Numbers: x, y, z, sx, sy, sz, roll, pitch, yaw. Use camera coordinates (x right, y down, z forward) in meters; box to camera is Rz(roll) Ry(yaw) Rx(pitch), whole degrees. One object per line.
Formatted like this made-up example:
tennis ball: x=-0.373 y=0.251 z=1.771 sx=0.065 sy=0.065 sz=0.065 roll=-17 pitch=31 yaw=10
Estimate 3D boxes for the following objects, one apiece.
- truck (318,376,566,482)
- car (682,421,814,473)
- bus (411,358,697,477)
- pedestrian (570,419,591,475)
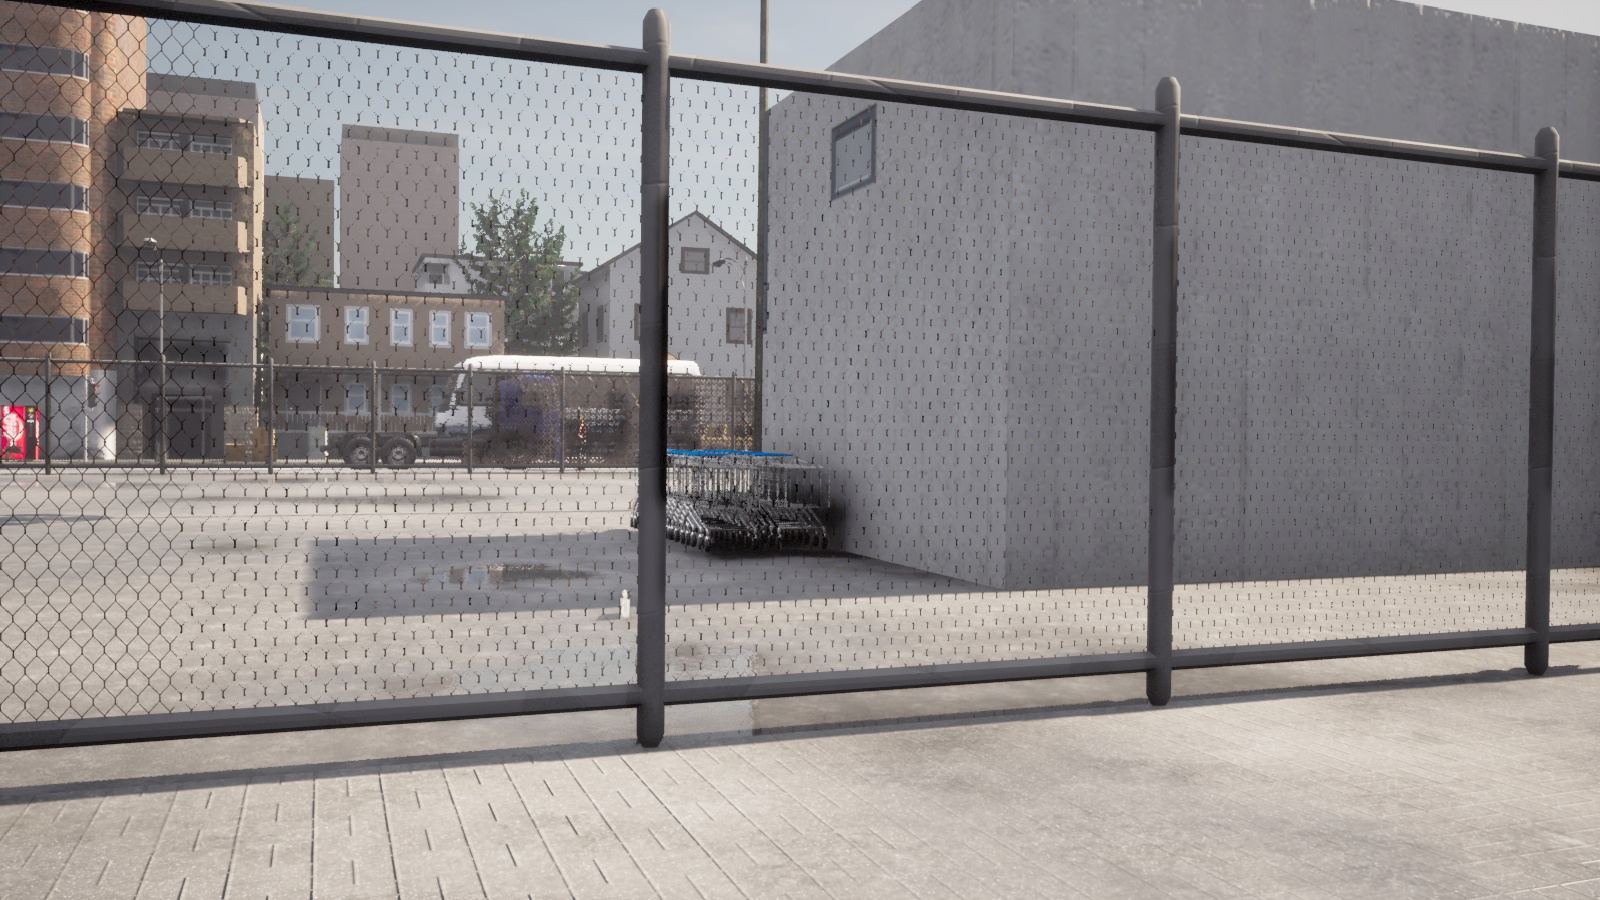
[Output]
truck: x=-12.300 y=-0.756 z=43.328 sx=7.936 sy=3.462 sz=2.891 roll=-1 pitch=1 yaw=-19
car: x=-1.958 y=-0.133 z=47.269 sx=4.605 sy=1.855 sz=1.932 roll=-1 pitch=1 yaw=-19
bus: x=-9.519 y=-1.267 z=48.622 sx=10.273 sy=4.253 sz=3.944 roll=-1 pitch=1 yaw=-21
pedestrian: x=-7.246 y=-0.089 z=41.464 sx=0.594 sy=1.836 sz=0.345 roll=0 pitch=1 yaw=21
